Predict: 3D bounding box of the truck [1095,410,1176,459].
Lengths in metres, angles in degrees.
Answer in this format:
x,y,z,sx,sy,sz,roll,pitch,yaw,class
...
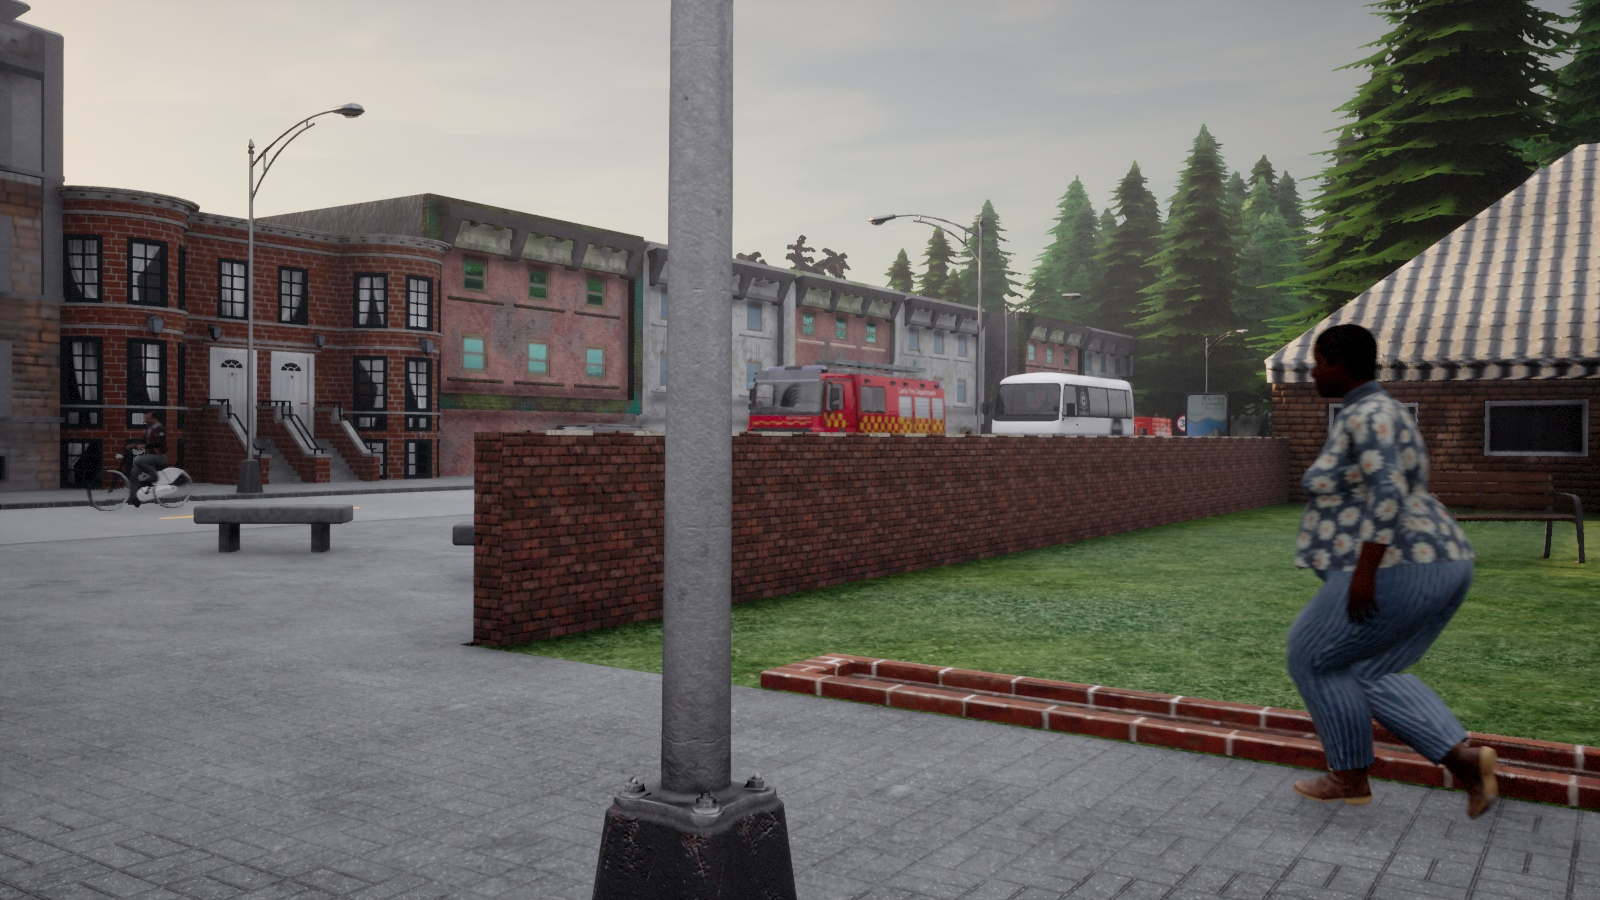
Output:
x,y,z,sx,sy,sz,roll,pitch,yaw,class
17.688,-0.817,66.006,2.627,2.467,5.204,0,1,33,truck

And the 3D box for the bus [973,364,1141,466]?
x,y,z,sx,sy,sz,roll,pitch,yaw,class
11.945,-1.536,57.365,3.944,4.253,10.273,0,1,33,bus

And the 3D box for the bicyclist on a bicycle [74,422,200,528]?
x,y,z,sx,sy,sz,roll,pitch,yaw,class
-11.597,0.406,22.033,0.659,1.776,1.843,0,1,34,bicyclist on a bicycle

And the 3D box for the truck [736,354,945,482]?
x,y,z,sx,sy,sz,roll,pitch,yaw,class
1.563,-1.017,41.808,2.891,3.827,8.468,0,1,34,truck

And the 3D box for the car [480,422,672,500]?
x,y,z,sx,sy,sz,roll,pitch,yaw,class
-5.475,0.212,31.251,2.097,1.767,4.553,0,1,34,car

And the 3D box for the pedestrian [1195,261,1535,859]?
x,y,z,sx,sy,sz,roll,pitch,yaw,class
2.039,0.337,4.516,0.900,1.855,0.874,0,1,41,pedestrian
